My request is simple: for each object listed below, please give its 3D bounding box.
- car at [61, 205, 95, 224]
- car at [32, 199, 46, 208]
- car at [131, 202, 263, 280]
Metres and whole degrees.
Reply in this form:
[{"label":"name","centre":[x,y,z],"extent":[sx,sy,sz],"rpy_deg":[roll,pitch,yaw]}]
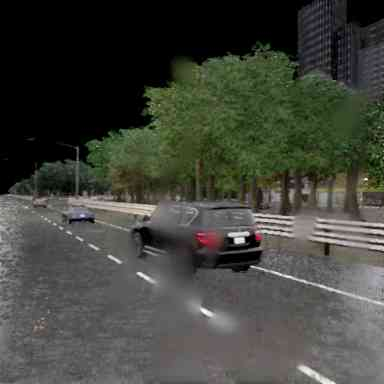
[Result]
[{"label":"car","centre":[-9.065,1.729,26.255],"extent":[1.994,1.385,4.181],"rpy_deg":[1,-1,-30]},{"label":"car","centre":[-24.933,1.829,54.301],"extent":[2.033,1.411,5.357],"rpy_deg":[1,-1,-27]},{"label":"car","centre":[-0.143,1.318,10.668],"extent":[2.150,2.045,5.566],"rpy_deg":[1,-1,-30]}]
